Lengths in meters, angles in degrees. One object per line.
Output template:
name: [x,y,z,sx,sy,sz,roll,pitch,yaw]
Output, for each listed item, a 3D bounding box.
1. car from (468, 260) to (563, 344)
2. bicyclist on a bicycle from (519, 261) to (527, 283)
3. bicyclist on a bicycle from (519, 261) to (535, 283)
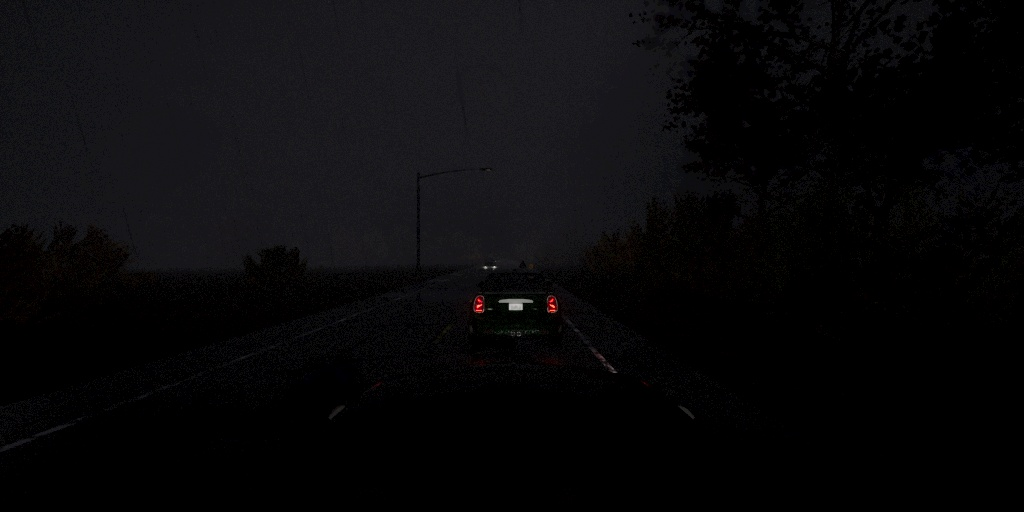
car: [0.072,1.099,9.763,2.097,1.767,4.553,0,0,0]
bicyclist on a bicycle: [0.840,1.193,27.224,0.582,1.620,1.656,0,0,0]
bicyclist on a bicycle: [0.903,1.181,17.107,0.866,1.612,1.509,0,0,0]
